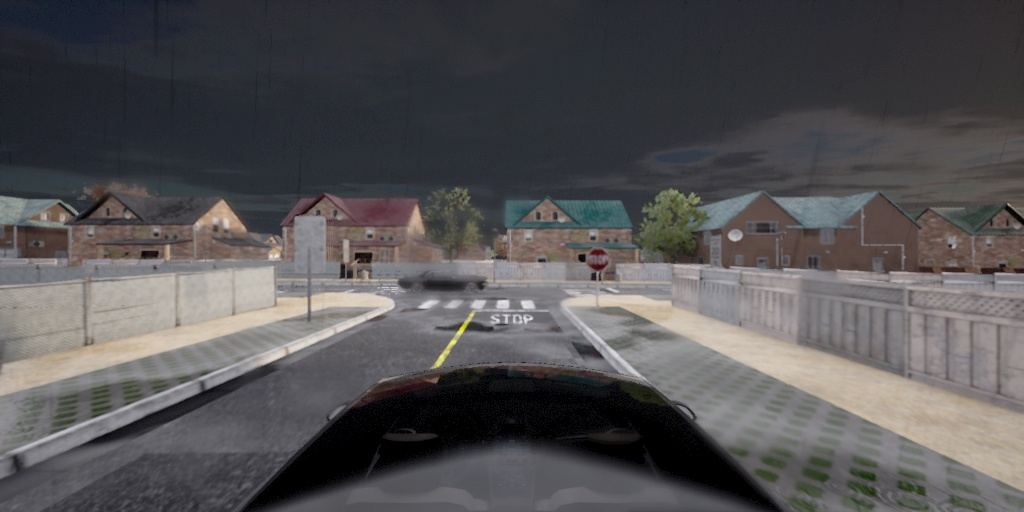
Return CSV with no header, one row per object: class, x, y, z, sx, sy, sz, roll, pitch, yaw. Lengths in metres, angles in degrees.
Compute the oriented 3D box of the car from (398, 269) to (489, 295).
car,-3.652,1.399,19.774,4.718,1.301,1.895,1,0,0
